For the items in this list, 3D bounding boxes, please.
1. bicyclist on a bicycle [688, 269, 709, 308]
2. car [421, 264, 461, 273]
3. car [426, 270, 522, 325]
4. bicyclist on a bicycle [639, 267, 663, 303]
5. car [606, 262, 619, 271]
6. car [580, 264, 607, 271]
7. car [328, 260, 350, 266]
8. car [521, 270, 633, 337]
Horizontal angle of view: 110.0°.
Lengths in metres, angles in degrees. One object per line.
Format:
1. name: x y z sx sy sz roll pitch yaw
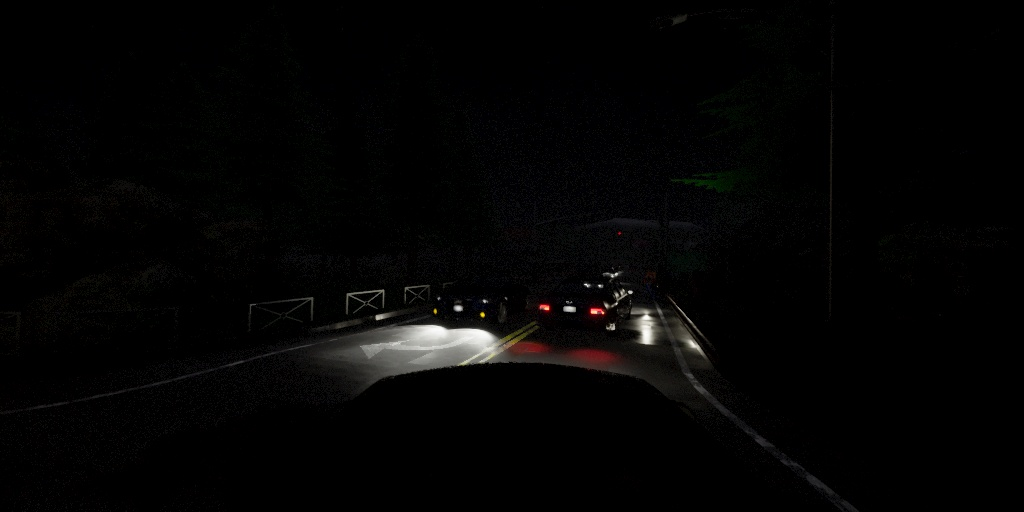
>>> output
1. bicyclist on a bicycle: 7.863 1.363 15.105 1.656 1.620 0.582 1 -1 -34
2. car: -9.184 1.714 46.069 5.357 1.411 2.033 1 -1 20
3. car: -0.785 1.258 11.531 1.994 1.385 4.181 1 -1 19
4. bicyclist on a bicycle: 6.417 1.351 16.487 1.656 1.620 0.582 1 -1 -31
5. car: 15.578 1.989 57.917 2.097 1.767 4.553 1 -1 20
6. car: 7.623 1.735 35.212 1.994 1.385 4.181 2 -1 3
7. car: -23.551 1.319 51.553 4.553 1.767 2.097 1 -1 23
8. car: 2.296 1.283 10.277 2.033 1.411 5.357 1 -1 24
